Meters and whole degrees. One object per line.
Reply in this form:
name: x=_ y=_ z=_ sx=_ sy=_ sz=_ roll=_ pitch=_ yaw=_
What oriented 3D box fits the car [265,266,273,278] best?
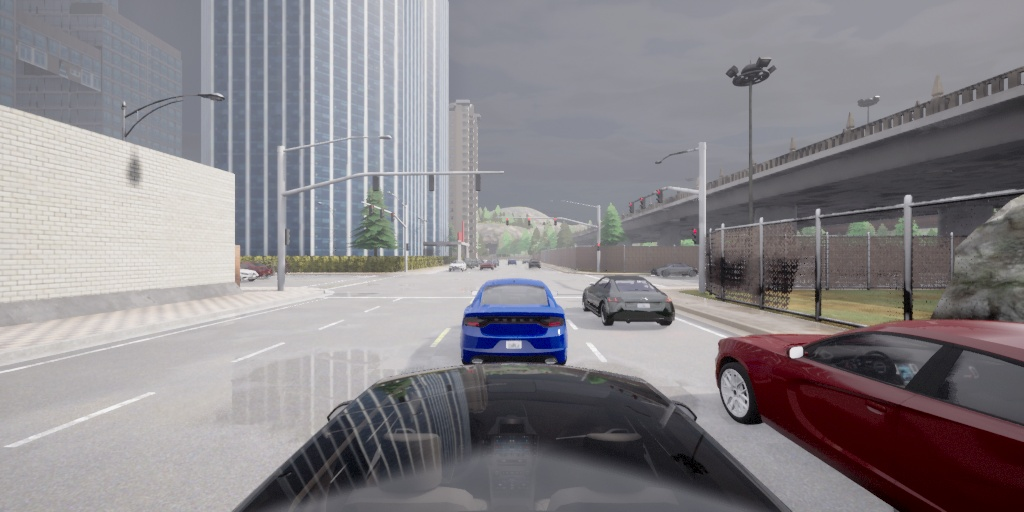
car: x=-24.070 y=1.283 z=31.895 sx=5.008 sy=1.535 sz=1.882 roll=0 pitch=0 yaw=0

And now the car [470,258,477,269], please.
car: x=-7.078 y=1.102 z=56.136 sx=2.097 sy=1.767 sz=4.553 roll=0 pitch=0 yaw=0

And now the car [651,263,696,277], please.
car: x=16.021 y=1.369 z=35.475 sx=4.181 sy=1.385 sz=1.994 roll=0 pitch=0 yaw=0

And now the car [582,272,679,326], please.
car: x=3.576 y=1.314 z=11.709 sx=1.994 sy=1.385 sz=4.181 roll=0 pitch=0 yaw=0

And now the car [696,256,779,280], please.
car: x=19.999 y=1.027 z=31.980 sx=5.566 sy=2.045 sz=2.150 roll=0 pitch=0 yaw=0

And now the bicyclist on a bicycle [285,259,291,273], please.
bicyclist on a bicycle: x=-25.296 y=1.106 z=40.175 sx=0.582 sy=1.620 sz=1.656 roll=0 pitch=0 yaw=0

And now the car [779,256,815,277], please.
car: x=27.273 y=1.027 z=35.496 sx=5.566 sy=2.045 sz=2.150 roll=0 pitch=0 yaw=0

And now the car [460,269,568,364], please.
car: x=0.053 y=1.228 z=8.049 sx=1.882 sy=1.535 sz=5.008 roll=0 pitch=0 yaw=1

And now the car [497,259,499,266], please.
car: x=-3.566 y=1.351 z=61.058 sx=1.895 sy=1.301 sz=4.718 roll=0 pitch=0 yaw=0

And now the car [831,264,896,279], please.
car: x=31.048 y=1.406 z=32.000 sx=4.718 sy=1.301 sz=1.895 roll=0 pitch=0 yaw=0

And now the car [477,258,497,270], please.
car: x=-3.579 y=1.351 z=51.894 sx=1.895 sy=1.301 sz=4.718 roll=0 pitch=0 yaw=0

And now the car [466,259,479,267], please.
car: x=-7.051 y=1.314 z=64.776 sx=1.994 sy=1.385 sz=4.181 roll=0 pitch=0 yaw=-1

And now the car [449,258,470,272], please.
car: x=-7.086 y=1.276 z=47.271 sx=1.812 sy=1.442 sz=4.674 roll=0 pitch=0 yaw=0

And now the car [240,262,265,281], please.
car: x=-22.634 y=1.331 z=28.218 sx=4.674 sy=1.442 sz=1.812 roll=0 pitch=0 yaw=0

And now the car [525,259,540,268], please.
car: x=3.593 y=1.254 z=58.895 sx=1.837 sy=1.490 sz=4.892 roll=0 pitch=0 yaw=0

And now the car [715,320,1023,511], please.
car: x=3.601 y=1.228 z=2.715 sx=1.882 sy=1.535 sz=5.008 roll=0 pitch=0 yaw=0
